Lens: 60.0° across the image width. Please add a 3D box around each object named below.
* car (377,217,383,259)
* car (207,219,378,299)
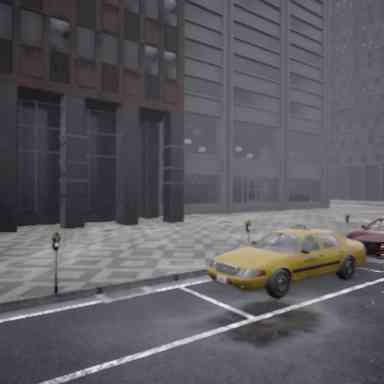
[{"bbox_3d":[7.242,1.565,11.805,4.507,1.381,1.887,0,0,-35],"label":"car"},{"bbox_3d":[2.601,1.536,8.504,4.829,1.417,1.752,0,0,-35],"label":"car"}]
